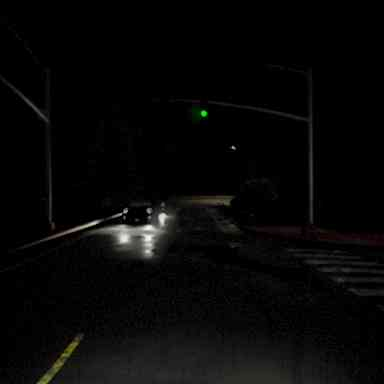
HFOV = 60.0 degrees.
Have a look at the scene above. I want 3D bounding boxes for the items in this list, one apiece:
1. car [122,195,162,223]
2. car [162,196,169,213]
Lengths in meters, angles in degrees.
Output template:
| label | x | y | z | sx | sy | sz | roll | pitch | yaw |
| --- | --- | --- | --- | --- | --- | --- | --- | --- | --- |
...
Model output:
| label | x | y | z | sx | sy | sz | roll | pitch | yaw |
| --- | --- | --- | --- | --- | --- | --- | --- | --- | --- |
| car | -3.575 | 1.216 | 23.813 | 2.097 | 1.767 | 4.553 | 0 | 0 | 0 |
| car | -3.541 | 1.160 | 33.576 | 2.097 | 1.767 | 4.553 | 0 | 0 | 0 |
